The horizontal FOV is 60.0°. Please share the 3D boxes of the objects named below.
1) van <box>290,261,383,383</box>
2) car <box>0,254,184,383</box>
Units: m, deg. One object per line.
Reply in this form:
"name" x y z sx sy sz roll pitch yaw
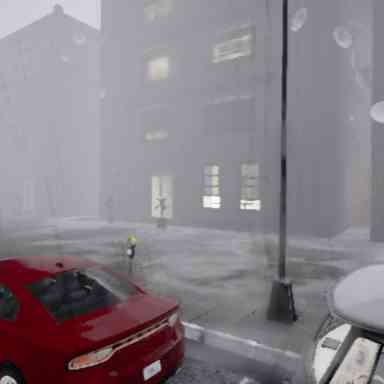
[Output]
"van" 2.322 1.345 1.211 3.998 1.788 1.690 0 1 36
"car" -2.193 1.532 4.436 4.507 1.381 1.887 0 1 36
